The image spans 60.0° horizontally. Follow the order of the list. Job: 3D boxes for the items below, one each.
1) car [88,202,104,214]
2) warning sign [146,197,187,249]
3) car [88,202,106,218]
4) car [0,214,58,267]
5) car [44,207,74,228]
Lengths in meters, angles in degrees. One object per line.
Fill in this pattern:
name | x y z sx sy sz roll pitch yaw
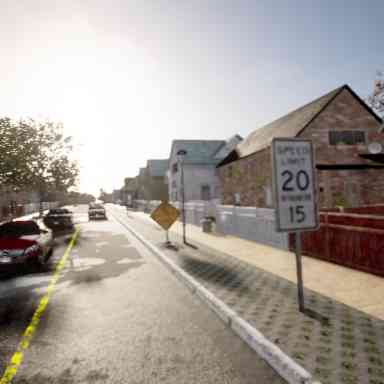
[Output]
car | -13.874 2.239 48.094 2.128 1.511 4.902 -2 -1 -16
warning sign | -1.040 1.198 13.311 1.300 1.860 1.060 -5 -2 -17
car | -10.372 2.136 36.361 1.895 1.301 4.718 -2 0 -16
car | -6.226 1.787 12.157 1.812 1.442 4.674 -2 0 -17
car | -10.202 1.945 25.591 1.882 1.535 5.008 -2 0 -16
